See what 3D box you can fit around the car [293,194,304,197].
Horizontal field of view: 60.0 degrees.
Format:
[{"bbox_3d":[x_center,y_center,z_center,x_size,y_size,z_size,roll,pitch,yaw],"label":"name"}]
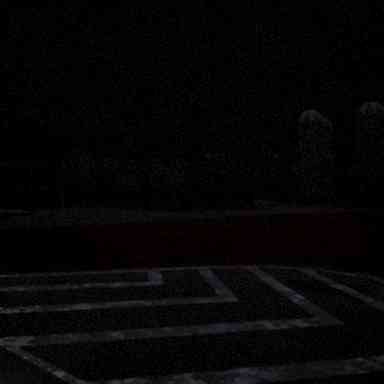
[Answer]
[{"bbox_3d":[28.272,1.405,88.160,2.242,1.667,4.611,1,0,35],"label":"car"}]
